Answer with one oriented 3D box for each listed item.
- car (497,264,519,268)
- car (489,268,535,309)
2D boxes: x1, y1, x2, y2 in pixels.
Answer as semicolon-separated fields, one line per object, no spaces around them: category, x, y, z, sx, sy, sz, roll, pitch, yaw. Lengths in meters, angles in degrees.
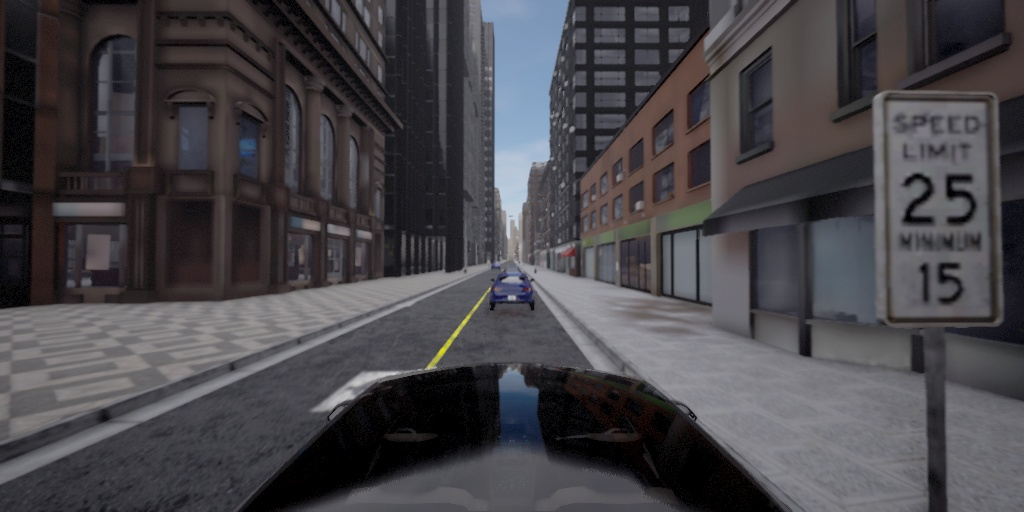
car;0.020;1.597;30.339;1.994;1.385;4.181;0;0;0
car;0.026;1.416;15.749;1.812;1.442;4.674;0;0;1
